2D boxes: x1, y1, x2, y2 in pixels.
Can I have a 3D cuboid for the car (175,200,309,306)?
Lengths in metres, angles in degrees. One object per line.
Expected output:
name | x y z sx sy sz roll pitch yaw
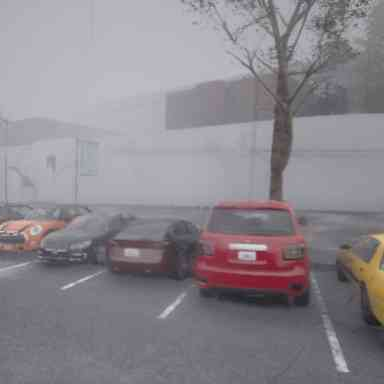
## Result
car | 1.661 1.229 8.328 2.435 2.045 5.566 0 -1 15

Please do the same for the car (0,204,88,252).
car | -5.674 1.343 13.540 2.185 1.767 4.553 1 -1 15

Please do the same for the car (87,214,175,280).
car | -0.790 1.504 10.064 2.163 1.488 4.792 0 -1 15

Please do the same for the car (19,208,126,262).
car | -3.234 1.472 11.777 2.231 1.521 4.892 1 -1 15

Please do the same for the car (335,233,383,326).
car | 4.149 1.485 6.737 1.946 1.575 5.366 0 -1 15
